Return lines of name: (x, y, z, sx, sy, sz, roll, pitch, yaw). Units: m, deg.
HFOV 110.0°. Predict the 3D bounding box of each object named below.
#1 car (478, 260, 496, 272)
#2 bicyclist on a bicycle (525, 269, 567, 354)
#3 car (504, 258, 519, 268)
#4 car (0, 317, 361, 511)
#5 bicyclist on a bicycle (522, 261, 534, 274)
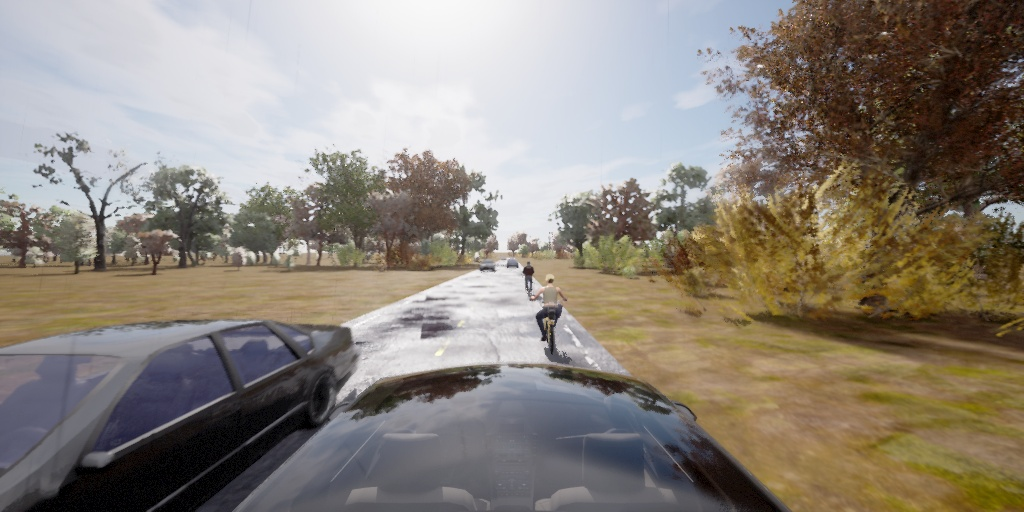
car: (-3.091, 1.236, 45.410, 1.837, 1.490, 4.892, 0, 0, 0)
bicyclist on a bicycle: (0.805, 1.187, 7.769, 0.866, 1.612, 1.509, 0, 0, 0)
car: (0.105, 1.281, 60.613, 1.994, 1.385, 4.181, 0, 0, 0)
car: (-3.100, 1.297, 2.882, 2.033, 1.411, 5.357, 0, 0, 0)
bicyclist on a bicycle: (0.828, 1.119, 18.040, 0.659, 1.776, 1.843, 0, 0, 0)
